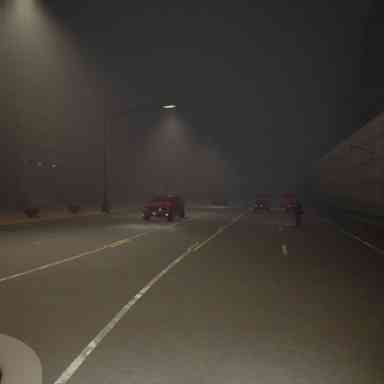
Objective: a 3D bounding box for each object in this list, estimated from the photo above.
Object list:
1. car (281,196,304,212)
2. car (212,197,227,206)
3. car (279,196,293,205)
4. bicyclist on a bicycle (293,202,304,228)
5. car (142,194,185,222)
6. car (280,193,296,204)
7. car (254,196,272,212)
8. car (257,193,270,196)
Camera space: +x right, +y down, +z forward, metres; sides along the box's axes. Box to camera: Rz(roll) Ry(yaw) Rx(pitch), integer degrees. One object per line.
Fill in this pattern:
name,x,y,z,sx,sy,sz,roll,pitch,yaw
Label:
car,11.540,1.547,37.679,2.033,1.411,5.357,0,0,14
car,4.464,1.548,53.481,2.033,1.411,5.357,0,0,14
car,16.416,1.491,58.118,2.128,1.511,4.902,0,0,14
bicyclist on a bicycle,6.741,1.455,20.970,0.582,1.620,1.656,0,-2,-1
car,-2.107,1.221,26.892,2.150,2.045,5.566,0,0,14
car,13.961,1.221,48.051,2.150,2.045,5.566,0,0,14
car,8.151,1.547,38.604,2.033,1.411,5.357,0,0,14
car,10.561,1.221,48.880,2.150,2.045,5.566,0,0,14
